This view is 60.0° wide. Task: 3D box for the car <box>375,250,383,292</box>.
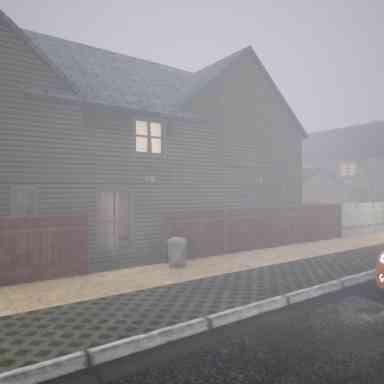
[{"bbox_3d":[6.120,1.354,7.513,4.553,1.767,2.097,0,0,-36],"label":"car"}]
